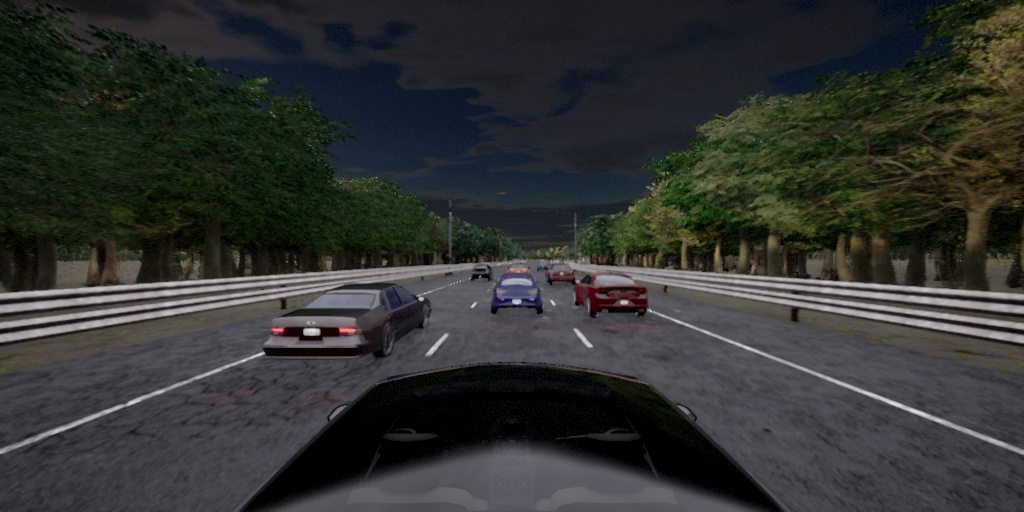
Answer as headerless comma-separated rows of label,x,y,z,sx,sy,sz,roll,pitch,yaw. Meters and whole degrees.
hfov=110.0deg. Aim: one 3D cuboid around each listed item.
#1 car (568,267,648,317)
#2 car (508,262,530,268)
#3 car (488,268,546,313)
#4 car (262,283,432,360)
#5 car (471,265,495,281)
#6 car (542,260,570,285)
car,3.585,1.348,13.836,1.882,1.535,5.008,0,-1,1
car,0.632,1.447,33.488,2.097,1.767,4.553,0,-1,2
car,0.195,1.398,14.488,1.812,1.442,4.674,0,0,1
car,-3.372,1.357,8.581,2.033,1.411,5.357,0,-1,0
car,-2.819,1.620,35.202,1.837,1.490,4.892,0,0,2
car,3.917,1.404,29.820,2.097,1.767,4.553,0,-1,2
